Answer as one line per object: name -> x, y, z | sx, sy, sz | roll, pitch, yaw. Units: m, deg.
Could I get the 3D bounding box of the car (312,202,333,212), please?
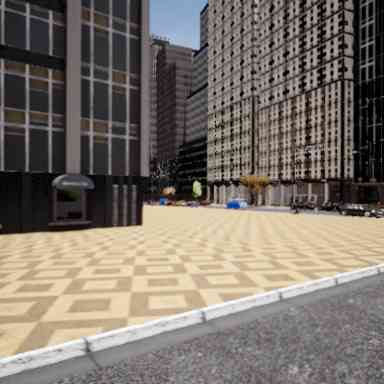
car -> 19.442, 2.072, 46.245 | 1.947, 1.339, 4.313 | -1, -1, -24

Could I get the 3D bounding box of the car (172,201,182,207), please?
car -> -2.079, 2.588, 73.346 | 1.752, 1.417, 4.829 | -1, -1, -24

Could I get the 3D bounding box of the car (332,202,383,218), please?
car -> 16.467, 1.819, 32.537 | 2.008, 1.369, 4.403 | -1, -1, -24

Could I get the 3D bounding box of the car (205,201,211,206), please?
car -> 3.154, 2.795, 82.087 | 1.802, 1.307, 4.206 | -1, -1, -24

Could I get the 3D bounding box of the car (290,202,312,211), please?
car -> 17.115, 2.170, 51.365 | 1.947, 1.339, 4.313 | -1, -1, -24

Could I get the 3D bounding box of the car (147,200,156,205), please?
car -> -11.456, 3.029, 93.981 | 1.887, 1.381, 4.507 | -1, -1, -24

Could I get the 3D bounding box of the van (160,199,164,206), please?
van -> -6.806, 2.615, 83.743 | 1.690, 1.788, 3.998 | -1, -1, -24

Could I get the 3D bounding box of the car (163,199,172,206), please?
car -> -4.476, 2.714, 78.621 | 1.887, 1.381, 4.507 | -1, -1, -24

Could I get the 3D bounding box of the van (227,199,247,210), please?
van -> 7.155, 2.001, 53.022 | 1.690, 1.788, 3.998 | -1, -1, -24

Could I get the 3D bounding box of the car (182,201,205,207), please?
car -> 0.178, 2.513, 68.380 | 2.008, 1.369, 4.403 | -1, -1, -24
